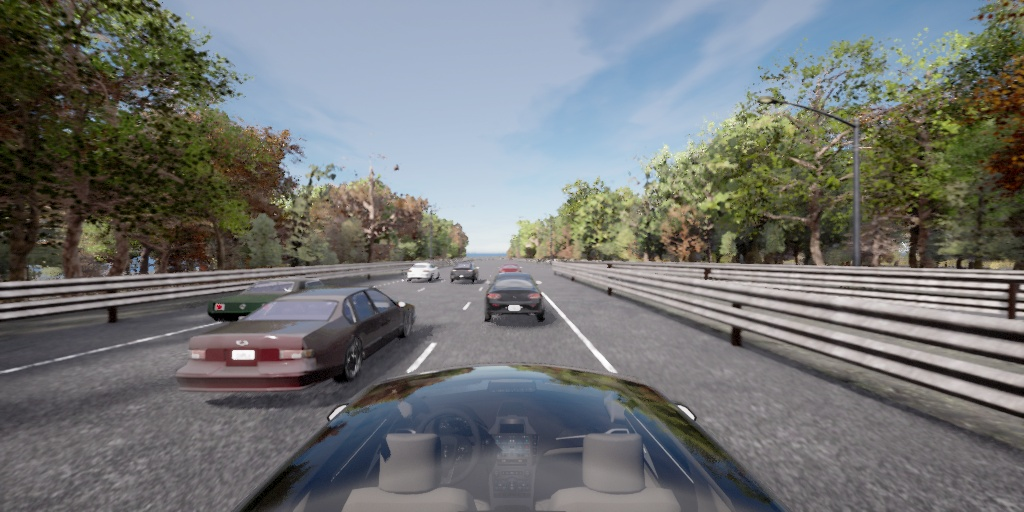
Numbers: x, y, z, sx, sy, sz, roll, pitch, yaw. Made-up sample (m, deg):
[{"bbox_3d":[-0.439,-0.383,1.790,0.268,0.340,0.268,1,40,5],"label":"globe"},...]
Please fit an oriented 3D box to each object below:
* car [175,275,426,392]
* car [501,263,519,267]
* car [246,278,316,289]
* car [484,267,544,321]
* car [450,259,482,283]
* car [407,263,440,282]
[{"bbox_3d":[-3.415,1.299,7.055,2.033,1.411,5.357,0,0,0],"label":"car"},{"bbox_3d":[-0.161,1.289,29.153,1.812,1.442,4.674,0,0,-1],"label":"car"},{"bbox_3d":[-6.940,1.355,11.525,1.895,1.301,4.718,0,0,0],"label":"car"},{"bbox_3d":[0.053,1.277,12.264,1.812,1.442,4.674,0,0,0],"label":"car"},{"bbox_3d":[-3.641,1.255,28.029,2.128,1.511,4.902,0,0,-1],"label":"car"},{"bbox_3d":[-7.163,1.292,29.232,1.812,1.442,4.674,0,0,-1],"label":"car"}]
